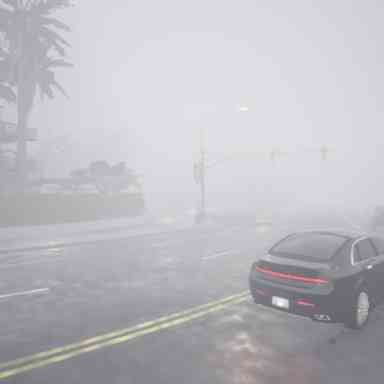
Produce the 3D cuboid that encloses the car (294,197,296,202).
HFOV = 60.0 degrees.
[{"bbox_3d":[21.192,1.718,73.767,2.185,1.767,4.553,0,0,20],"label":"car"}]

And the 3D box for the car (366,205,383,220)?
[{"bbox_3d":[12.393,1.595,21.245,1.837,1.490,4.892,0,0,24],"label":"car"}]

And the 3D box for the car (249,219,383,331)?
[{"bbox_3d":[3.150,1.538,7.069,4.892,1.490,1.837,0,0,-45],"label":"car"}]

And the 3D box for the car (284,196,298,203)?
[{"bbox_3d":[24.938,1.892,83.870,2.231,1.521,4.892,0,0,30],"label":"car"}]

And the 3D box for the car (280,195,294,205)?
[{"bbox_3d":[19.109,1.815,67.687,2.097,1.535,5.008,0,0,20],"label":"car"}]
